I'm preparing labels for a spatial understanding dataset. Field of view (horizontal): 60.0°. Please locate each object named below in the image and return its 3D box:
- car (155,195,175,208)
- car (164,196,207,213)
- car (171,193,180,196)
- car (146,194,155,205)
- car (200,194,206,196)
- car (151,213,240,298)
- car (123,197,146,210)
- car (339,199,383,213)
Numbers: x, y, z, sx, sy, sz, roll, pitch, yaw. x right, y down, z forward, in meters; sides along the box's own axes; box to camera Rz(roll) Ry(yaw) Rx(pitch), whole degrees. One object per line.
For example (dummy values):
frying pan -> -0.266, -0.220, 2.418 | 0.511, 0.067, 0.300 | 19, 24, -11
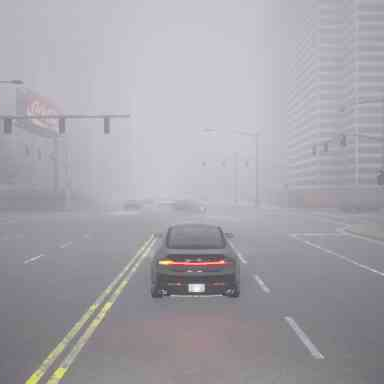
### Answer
car -> -3.912, 1.526, 48.200 | 1.812, 1.442, 4.674 | 0, 0, 0
car -> -0.434, 1.493, 34.372 | 2.128, 1.511, 4.902 | 0, 0, -35
car -> -3.960, 1.525, 66.102 | 1.812, 1.442, 4.674 | 0, 0, 0
car -> -7.461, 1.563, 57.245 | 1.994, 1.385, 4.181 | 0, 0, 0
car -> 2.912, 1.355, 88.755 | 2.097, 1.767, 4.553 | 0, 0, 0
car -> 0.055, 1.505, 8.498 | 1.837, 1.490, 4.892 | 0, 0, -1
car -> -7.373, 1.601, 42.039 | 1.895, 1.301, 4.718 | 0, 0, 0
car -> 18.443, 1.477, 35.713 | 5.008, 1.535, 1.882 | 0, 0, -1
